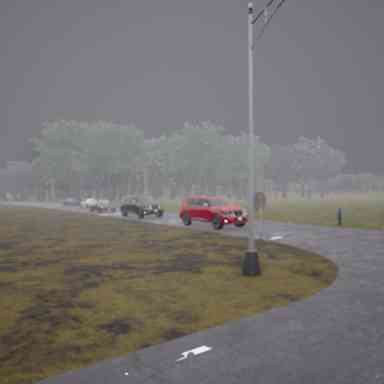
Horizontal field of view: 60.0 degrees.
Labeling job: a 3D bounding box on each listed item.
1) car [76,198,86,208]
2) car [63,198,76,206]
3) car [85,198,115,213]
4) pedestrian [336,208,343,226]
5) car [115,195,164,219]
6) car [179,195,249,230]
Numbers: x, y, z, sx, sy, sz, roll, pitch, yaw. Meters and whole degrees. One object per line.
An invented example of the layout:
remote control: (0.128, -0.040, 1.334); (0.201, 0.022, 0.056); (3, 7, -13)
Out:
car: (-15.718, 1.681, 51.132); (1.812, 1.442, 4.674); (-2, 1, -36)
car: (-21.572, 1.757, 59.291); (2.128, 1.511, 4.902); (-2, 1, -36)
car: (-10.534, 1.651, 38.850); (1.812, 1.442, 4.674); (-2, 1, -35)
pedestrian: (9.445, 1.588, 21.245); (0.500, 1.100, 0.500); (-2, 1, -36)
car: (-4.740, 1.292, 30.758); (2.150, 2.045, 5.566); (-2, 1, -36)
car: (1.293, 1.266, 22.332); (2.150, 2.045, 5.566); (-2, 1, -35)
